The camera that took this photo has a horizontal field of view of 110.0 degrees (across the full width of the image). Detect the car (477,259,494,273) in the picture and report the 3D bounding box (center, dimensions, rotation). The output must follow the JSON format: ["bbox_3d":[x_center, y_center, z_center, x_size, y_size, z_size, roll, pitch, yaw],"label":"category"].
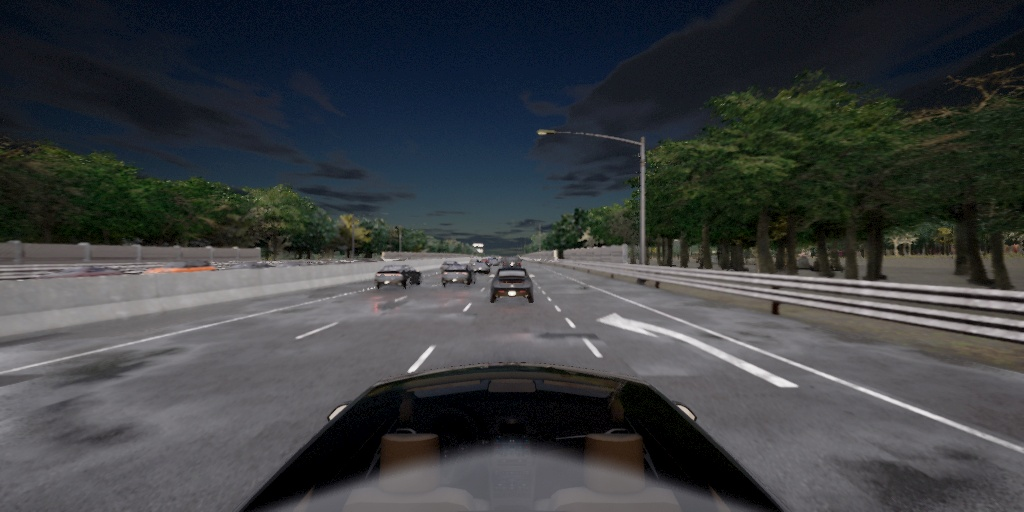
[{"bbox_3d":[-3.499,1.333,41.377,1.994,1.385,4.181,0,0,0],"label":"car"}]

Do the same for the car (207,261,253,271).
[{"bbox_3d":[-21.079,1.268,28.674,2.128,1.511,4.902,0,0,0],"label":"car"}]

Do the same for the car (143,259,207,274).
[{"bbox_3d":[-24.584,1.127,26.674,2.097,1.767,4.553,0,0,0],"label":"car"}]

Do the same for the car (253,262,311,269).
[{"bbox_3d":[-17.581,1.267,28.566,2.128,1.511,4.902,0,0,0],"label":"car"}]

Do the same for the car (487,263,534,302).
[{"bbox_3d":[0.000,1.276,17.106,1.837,1.490,4.892,0,0,0],"label":"car"}]

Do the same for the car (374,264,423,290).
[{"bbox_3d":[-6.999,1.265,22.506,2.128,1.511,4.902,0,0,0],"label":"car"}]

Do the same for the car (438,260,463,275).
[{"bbox_3d":[-7.000,1.261,41.396,2.128,1.511,4.902,0,0,0],"label":"car"}]

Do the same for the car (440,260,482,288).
[{"bbox_3d":[-3.500,1.265,24.305,2.128,1.511,4.902,0,0,0],"label":"car"}]

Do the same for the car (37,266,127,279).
[{"bbox_3d":[-28.087,1.339,23.574,1.994,1.385,4.181,0,0,0],"label":"car"}]

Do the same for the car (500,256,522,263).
[{"bbox_3d":[-0.002,0.990,41.451,2.150,2.045,5.566,0,0,0],"label":"car"}]
